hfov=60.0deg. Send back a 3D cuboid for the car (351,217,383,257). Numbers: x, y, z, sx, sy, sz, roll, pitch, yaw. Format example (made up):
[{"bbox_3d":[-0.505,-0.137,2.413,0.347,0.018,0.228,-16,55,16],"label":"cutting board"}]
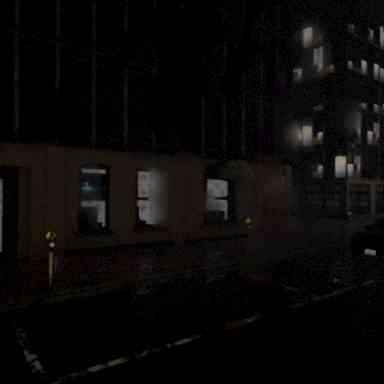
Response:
[{"bbox_3d":[7.461,1.545,11.872,4.313,1.339,1.947,0,1,-35],"label":"car"}]
